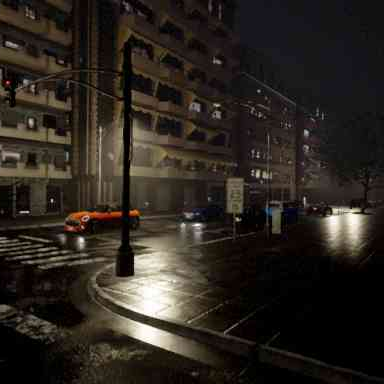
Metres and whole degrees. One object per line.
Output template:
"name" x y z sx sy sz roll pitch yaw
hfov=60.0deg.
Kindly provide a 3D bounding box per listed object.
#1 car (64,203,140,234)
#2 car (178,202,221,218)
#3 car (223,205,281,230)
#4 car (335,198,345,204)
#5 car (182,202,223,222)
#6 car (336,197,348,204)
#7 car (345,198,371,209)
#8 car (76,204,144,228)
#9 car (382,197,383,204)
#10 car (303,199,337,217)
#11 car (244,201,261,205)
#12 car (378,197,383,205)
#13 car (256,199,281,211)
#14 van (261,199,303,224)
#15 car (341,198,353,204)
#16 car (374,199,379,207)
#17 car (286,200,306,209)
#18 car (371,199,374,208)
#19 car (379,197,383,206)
"car" -5.287 1.446 20.019 2.097 1.767 4.553 1 0 37
"car" 0.806 1.709 32.641 1.887 1.381 4.507 1 0 36
"car" 4.271 1.825 23.212 1.947 1.339 4.313 1 0 36
"car" 33.599 2.174 77.210 1.947 1.339 4.313 1 0 36
"car" 1.090 1.710 28.652 1.812 1.442 4.674 1 1 36
"car" 36.880 2.091 81.667 1.967 1.590 4.097 1 0 36
"car" 27.229 1.889 54.410 2.192 1.841 5.009 1 0 36
"car" -5.753 1.624 23.728 2.008 1.369 4.403 1 0 36
"car" 40.343 2.299 72.237 2.008 1.369 4.403 1 0 36
"car" 14.110 1.836 36.583 1.967 1.590 4.097 1 0 36
"car" 7.364 1.837 41.555 1.802 1.307 4.206 1 0 36
"car" 46.906 2.148 81.151 2.192 1.841 5.009 1 0 36
"car" 10.645 1.741 46.012 1.967 1.590 4.097 1 0 36
"van" 7.552 1.646 27.669 1.690 1.788 3.998 1 0 36
"car" 40.058 2.217 85.986 1.752 1.417 4.829 1 0 36
"car" 33.786 2.102 63.324 1.967 1.590 4.097 1 0 36
"car" 17.202 1.972 54.926 1.802 1.307 4.206 1 0 36
"car" 30.505 2.200 58.866 1.802 1.307 4.206 1 0 36
"car" 37.064 2.250 67.780 1.887 1.381 4.507 1 0 36
